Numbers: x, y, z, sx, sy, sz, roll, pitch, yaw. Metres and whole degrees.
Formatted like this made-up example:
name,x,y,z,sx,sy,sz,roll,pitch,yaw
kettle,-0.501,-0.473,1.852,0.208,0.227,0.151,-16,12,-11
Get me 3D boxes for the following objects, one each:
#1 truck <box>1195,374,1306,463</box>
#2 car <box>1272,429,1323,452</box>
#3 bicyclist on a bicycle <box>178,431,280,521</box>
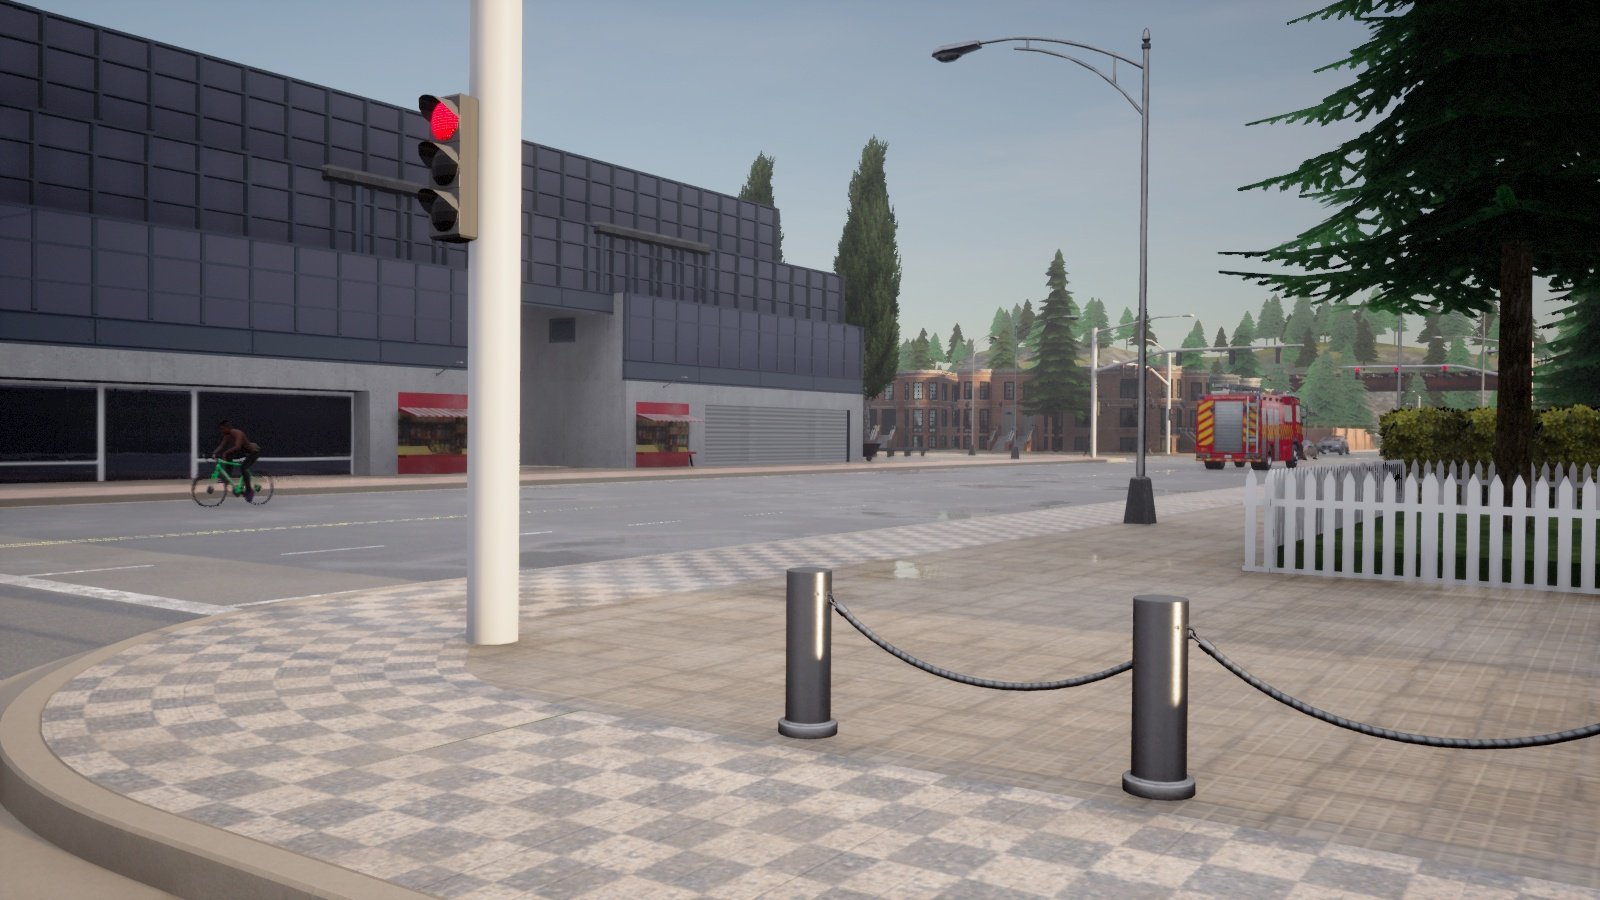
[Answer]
name,x,y,z,sx,sy,sz,roll,pitch,yaw
truck,21.085,-1.422,58.443,2.891,3.827,8.468,0,1,34
car,32.363,-0.628,81.623,2.033,1.411,5.357,0,1,34
bicyclist on a bicycle,-10.667,0.460,23.521,0.582,1.620,1.656,0,1,34
